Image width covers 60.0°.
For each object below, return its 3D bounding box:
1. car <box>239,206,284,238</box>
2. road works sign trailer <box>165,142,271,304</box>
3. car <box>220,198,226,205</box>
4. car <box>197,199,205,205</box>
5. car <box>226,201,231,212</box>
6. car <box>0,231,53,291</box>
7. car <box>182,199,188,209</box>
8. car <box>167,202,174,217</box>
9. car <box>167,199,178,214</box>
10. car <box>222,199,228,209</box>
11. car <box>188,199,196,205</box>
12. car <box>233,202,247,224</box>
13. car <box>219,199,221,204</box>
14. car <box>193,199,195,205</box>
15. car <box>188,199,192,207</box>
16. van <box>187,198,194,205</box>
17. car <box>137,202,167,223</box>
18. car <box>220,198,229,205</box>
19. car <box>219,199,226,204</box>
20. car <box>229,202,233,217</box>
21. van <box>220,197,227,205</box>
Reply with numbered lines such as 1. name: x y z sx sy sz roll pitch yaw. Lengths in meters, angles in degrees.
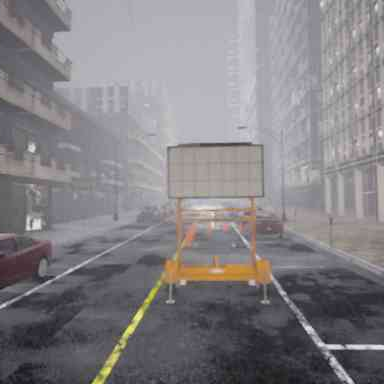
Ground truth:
1. car: 3.953 1.727 18.726 1.887 1.381 4.507 0 -1 4
2. road works sign trailer: 0.599 0.564 8.400 2.380 3.560 2.880 -1 -1 4
3. car: 6.319 2.161 57.657 1.752 1.417 4.829 0 -1 4
4. car: 2.342 2.527 86.278 1.882 1.535 5.008 -1 -1 3
5. car: 4.963 1.922 35.339 1.887 1.381 4.507 0 -1 4
6. car: -5.088 1.725 8.088 1.887 1.381 4.507 0 -1 4
7. car: -2.395 2.013 52.380 2.192 1.841 5.009 0 -1 4
8. car: -3.406 2.051 35.770 1.887 1.381 4.507 0 -1 4
9. car: -3.068 2.010 41.307 1.967 1.590 4.097 0 -1 4
10. car: 5.636 2.056 46.413 2.008 1.369 4.403 0 -1 4
11. car: -0.019 2.667 90.959 1.752 1.417 4.829 0 -1 4
12. car: 4.290 1.688 24.264 1.967 1.590 4.097 0 -1 4
13. car: 6.981 2.344 68.562 1.802 1.307 4.206 0 -1 4
14. car: -1.053 2.270 74.525 2.192 1.841 5.009 0 -1 4
15. car: -1.723 2.377 63.450 2.008 1.369 4.403 0 -1 4
16. van: -0.352 2.422 85.596 1.690 1.788 3.998 0 -1 3
17. car: -3.742 1.881 30.234 1.967 1.590 4.097 0 -1 4
18. car: 7.655 2.330 79.639 1.967 1.590 4.097 0 -1 4
19. car: 8.328 2.582 90.712 1.947 1.339 4.313 0 -1 4
20. car: 4.626 1.857 29.801 1.887 1.381 4.507 0 -1 4
21. van: 7.992 2.294 85.177 1.690 1.788 3.998 0 -1 4
